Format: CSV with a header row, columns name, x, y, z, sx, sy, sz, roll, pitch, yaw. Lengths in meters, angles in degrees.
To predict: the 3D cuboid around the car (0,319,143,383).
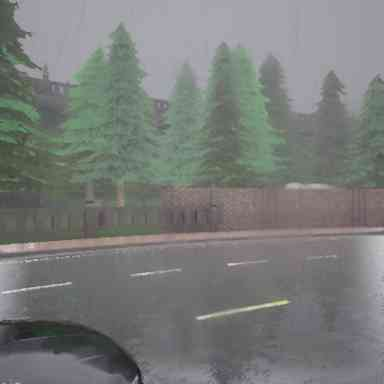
name,x,y,z,sx,sy,sz,roll,pitch,yaw
car,-2.560,1.495,1.687,4.902,1.511,2.128,0,0,-38
